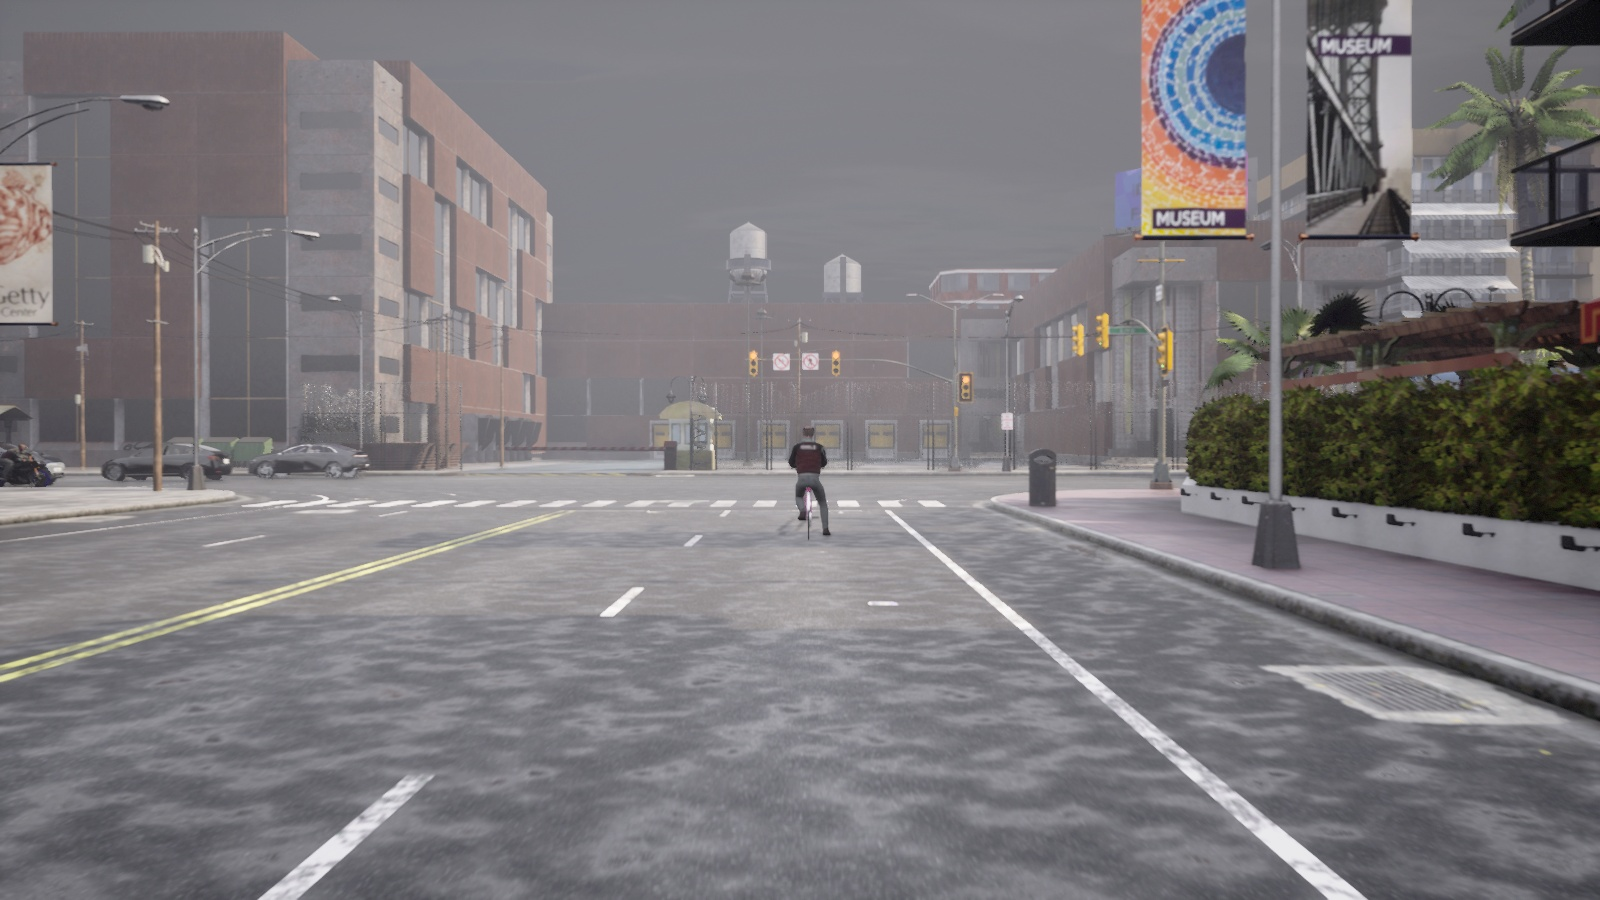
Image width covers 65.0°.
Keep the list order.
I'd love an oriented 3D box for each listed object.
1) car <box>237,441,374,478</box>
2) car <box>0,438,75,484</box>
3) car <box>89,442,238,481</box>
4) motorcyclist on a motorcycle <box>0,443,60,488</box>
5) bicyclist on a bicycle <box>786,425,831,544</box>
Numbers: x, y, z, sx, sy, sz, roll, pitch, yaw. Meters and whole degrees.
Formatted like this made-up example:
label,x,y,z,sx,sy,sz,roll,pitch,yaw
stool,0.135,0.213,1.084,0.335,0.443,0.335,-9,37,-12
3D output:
label,x,y,z,sx,sy,sz,roll,pitch,yaw
car,-20.794,0.388,52.939,4.902,1.511,2.128,0,0,1
car,-29.598,0.393,46.067,4.856,1.649,2.033,0,0,1
car,-25.027,0.447,49.501,4.792,1.488,2.163,0,0,1
motorcyclist on a motorcycle,-26.416,0.521,42.527,2.191,1.530,0.866,0,0,1
bicyclist on a bicycle,0.132,0.506,19.631,0.659,1.776,1.843,0,1,0
